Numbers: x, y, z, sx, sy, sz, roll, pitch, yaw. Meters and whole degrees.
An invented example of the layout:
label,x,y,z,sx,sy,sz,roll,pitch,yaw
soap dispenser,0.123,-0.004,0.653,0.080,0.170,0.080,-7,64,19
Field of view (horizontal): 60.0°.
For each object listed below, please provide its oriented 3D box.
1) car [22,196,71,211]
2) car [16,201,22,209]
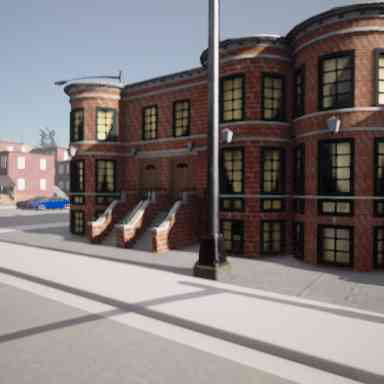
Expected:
label,x,y,z,sx,sy,sz,roll,pitch,yaw
car,-15.965,1.269,37.570,1.882,1.535,5.008,0,0,36
car,-18.516,1.248,40.023,1.882,1.535,5.008,0,0,36
